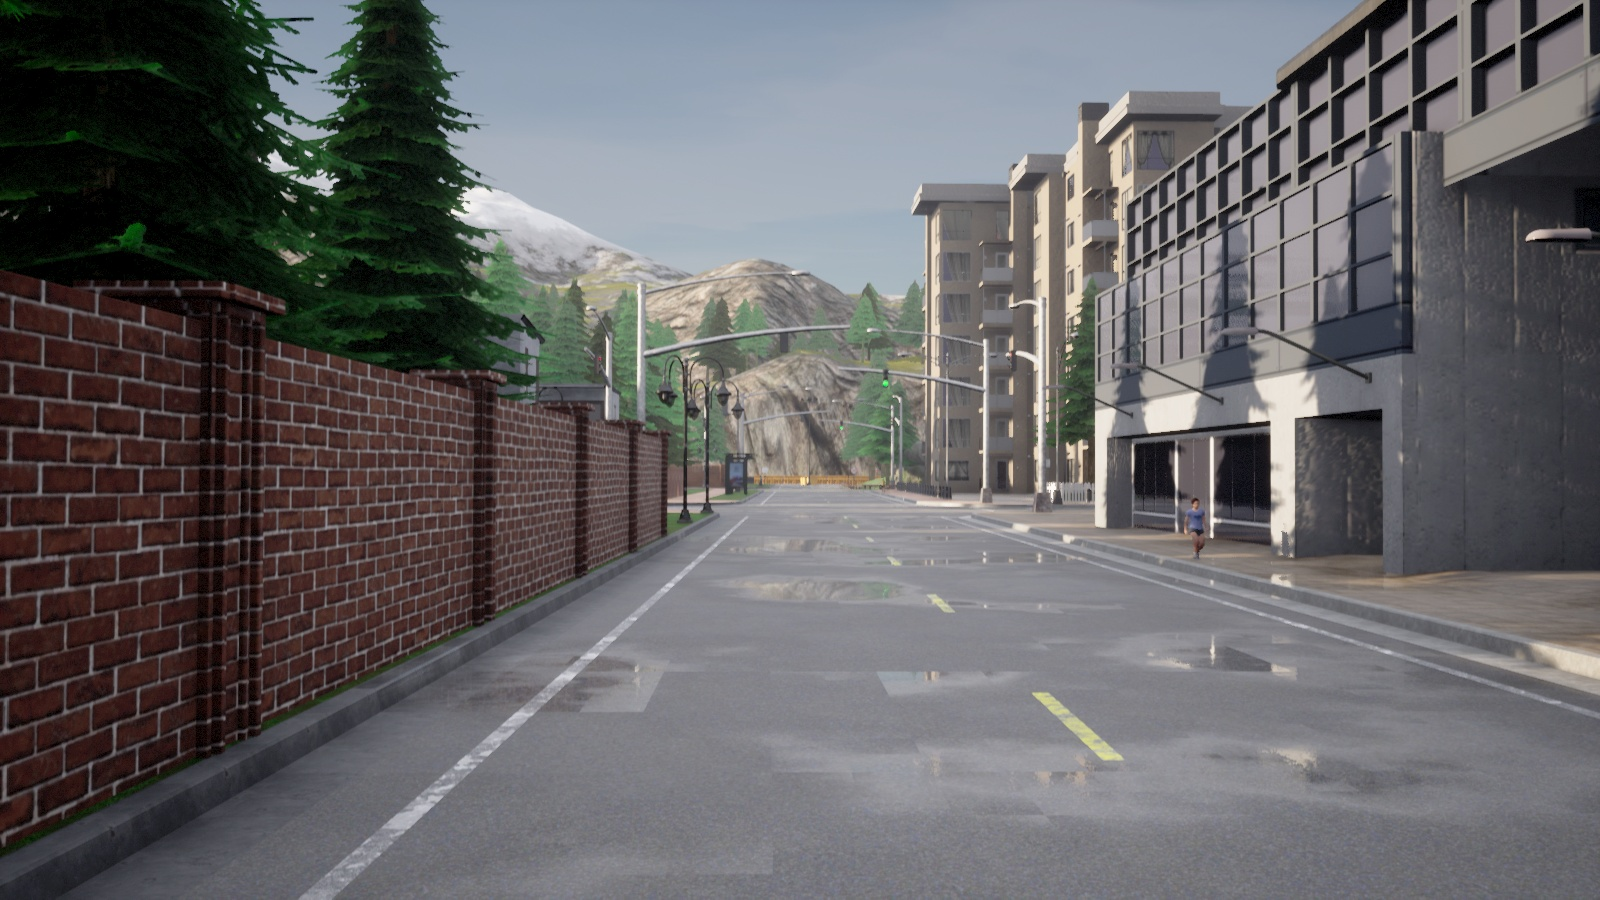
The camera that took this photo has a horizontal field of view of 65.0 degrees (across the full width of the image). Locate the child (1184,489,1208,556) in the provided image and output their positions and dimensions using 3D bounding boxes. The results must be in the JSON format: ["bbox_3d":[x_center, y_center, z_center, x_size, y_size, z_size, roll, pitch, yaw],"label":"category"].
[{"bbox_3d":[6.666,1.215,21.145,0.255,1.110,0.394,0,-1,-3],"label":"child"}]
